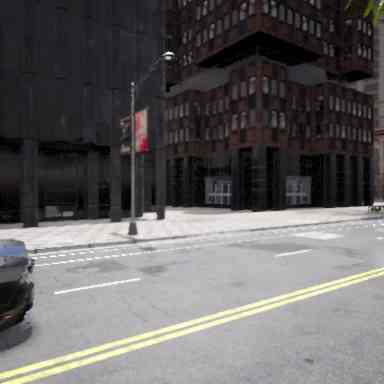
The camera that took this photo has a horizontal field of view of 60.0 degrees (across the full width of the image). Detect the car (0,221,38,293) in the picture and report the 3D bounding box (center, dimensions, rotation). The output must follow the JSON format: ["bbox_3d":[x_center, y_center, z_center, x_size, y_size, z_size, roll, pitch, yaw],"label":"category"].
[{"bbox_3d":[-6.392,1.549,7.112,5.357,1.411,2.033,0,0,-35],"label":"car"}]

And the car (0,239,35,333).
[{"bbox_3d":[-4.735,1.506,4.300,4.892,1.490,1.837,0,0,-36],"label":"car"}]
